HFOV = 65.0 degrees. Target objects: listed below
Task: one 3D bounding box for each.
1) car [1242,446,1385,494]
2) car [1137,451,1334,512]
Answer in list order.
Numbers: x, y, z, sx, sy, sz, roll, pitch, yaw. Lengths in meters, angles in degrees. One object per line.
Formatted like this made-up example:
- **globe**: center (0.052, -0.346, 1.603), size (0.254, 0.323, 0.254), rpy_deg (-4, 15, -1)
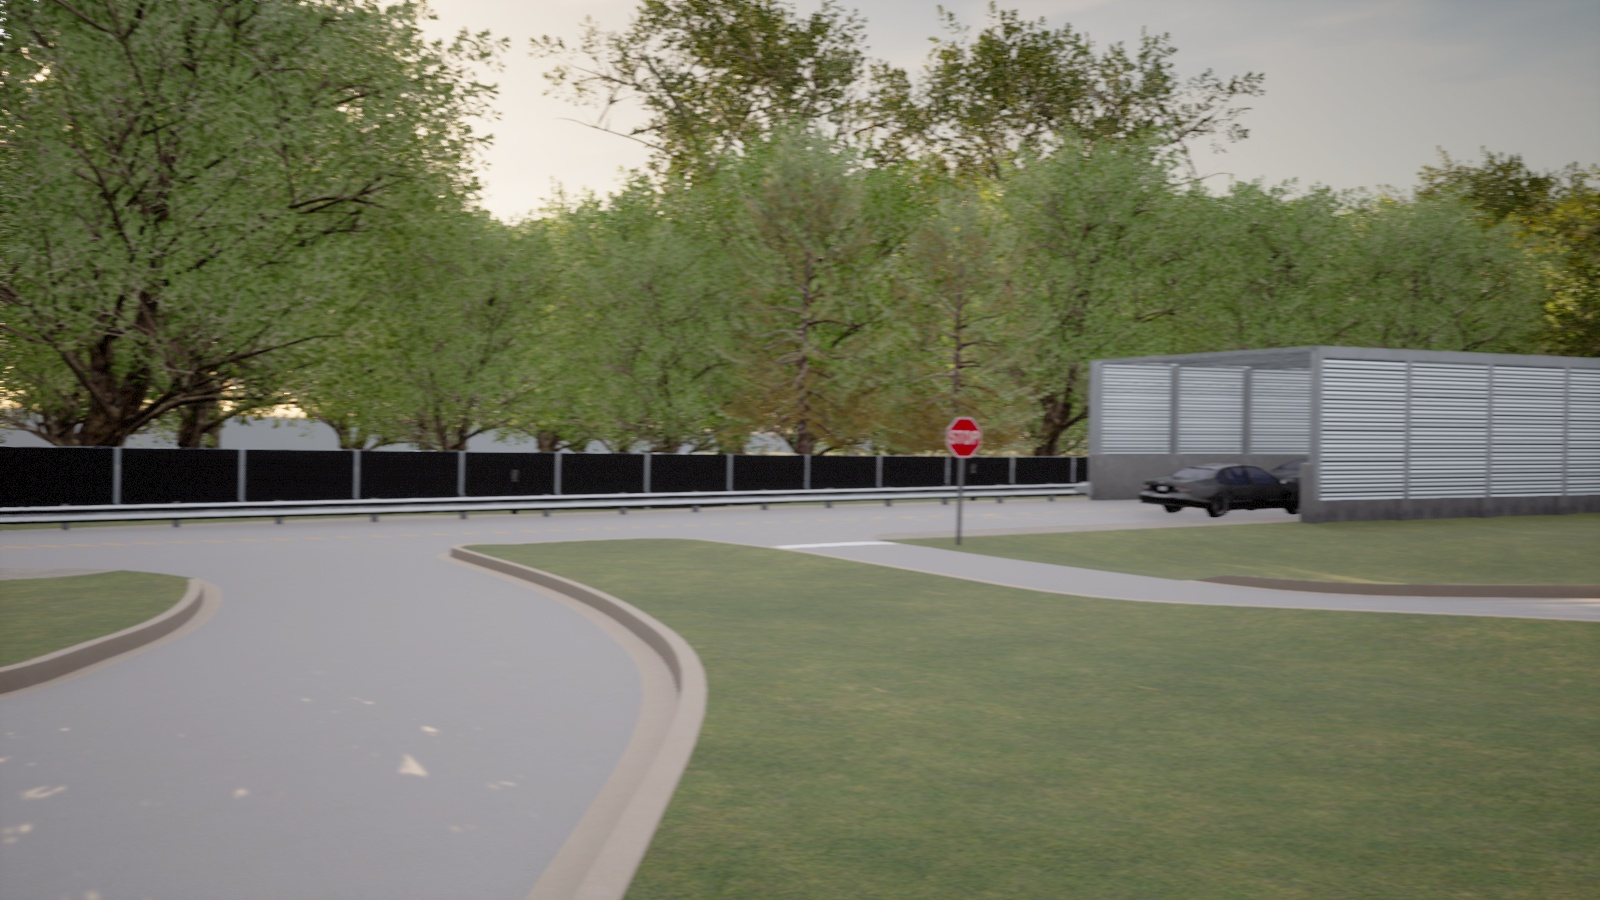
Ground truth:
- **car**: center (16.701, 0.627, 40.824), size (4.181, 1.385, 1.994), rpy_deg (-1, 1, -25)
- **car**: center (12.010, 0.818, 34.551), size (5.357, 1.411, 2.033), rpy_deg (-1, 2, -28)
